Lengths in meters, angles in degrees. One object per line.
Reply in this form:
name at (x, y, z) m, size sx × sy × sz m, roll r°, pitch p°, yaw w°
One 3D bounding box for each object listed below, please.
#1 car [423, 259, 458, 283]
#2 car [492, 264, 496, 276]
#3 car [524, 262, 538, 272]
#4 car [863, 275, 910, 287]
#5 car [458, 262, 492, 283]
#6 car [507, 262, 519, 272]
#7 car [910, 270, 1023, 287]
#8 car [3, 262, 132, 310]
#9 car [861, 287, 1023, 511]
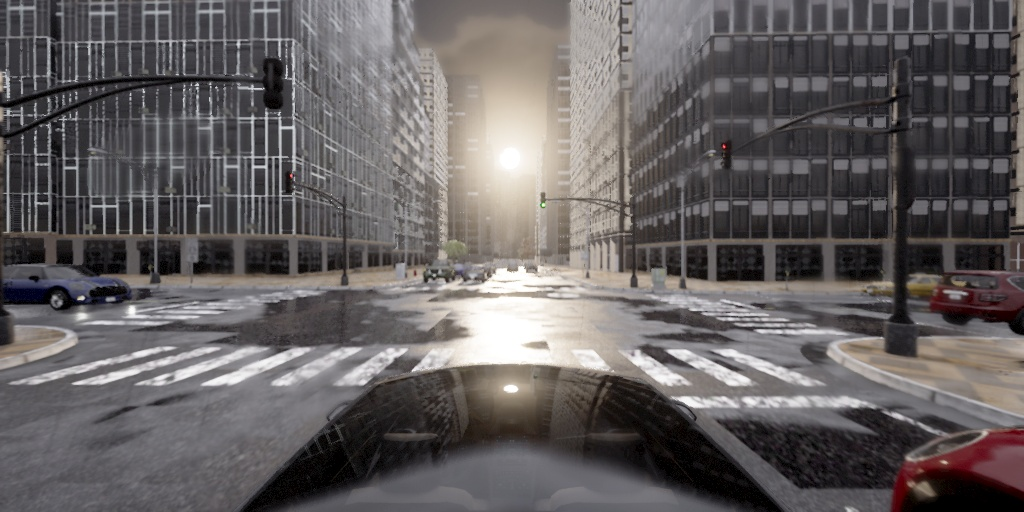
car at (-6.518, 1.314, 32.787) m, size 2.150 × 2.045 × 5.566 m, roll 0°, pitch -1°, yaw 0°
car at (-3.256, 1.790, 41.824) m, size 1.895 × 1.301 × 4.718 m, roll 0°, pitch -1°, yaw 0°
car at (3.393, 2.002, 61.987) m, size 1.895 × 1.301 × 4.718 m, roll 0°, pitch -1°, yaw 0°
car at (21.843, 1.616, 19.408) m, size 4.829 × 1.417 × 1.751 m, roll 0°, pitch 0°, yaw 1°
car at (-3.275, 1.581, 32.544) m, size 2.128 × 1.511 × 4.902 m, roll 0°, pitch -1°, yaw 1°
car at (0.143, 1.965, 61.966) m, size 1.994 × 1.385 × 4.181 m, roll 0°, pitch -1°, yaw 0°
car at (16.213, 1.392, 11.136) m, size 5.009 × 1.841 × 2.192 m, roll 0°, pitch 0°, yaw 1°
car at (-18.165, 1.116, 14.337) m, size 4.553 × 1.767 × 2.097 m, roll 1°, pitch 0°, yaw 2°
car at (3.271, 1.084, 0.193) m, size 2.097 × 1.767 × 4.553 m, roll 0°, pitch -1°, yaw 1°
